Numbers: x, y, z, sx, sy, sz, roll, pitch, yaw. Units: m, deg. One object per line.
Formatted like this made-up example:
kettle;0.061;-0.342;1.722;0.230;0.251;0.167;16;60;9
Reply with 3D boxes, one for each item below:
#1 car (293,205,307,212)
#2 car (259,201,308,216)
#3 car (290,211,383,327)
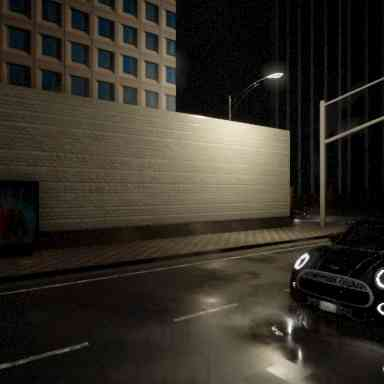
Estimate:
car;8.138;1.581;29.990;1.812;1.442;4.674;0;0;-36
car;9.339;1.656;34.316;1.895;1.301;4.718;0;0;-36
car;4.136;1.352;6.944;4.553;1.767;2.097;0;0;-35
